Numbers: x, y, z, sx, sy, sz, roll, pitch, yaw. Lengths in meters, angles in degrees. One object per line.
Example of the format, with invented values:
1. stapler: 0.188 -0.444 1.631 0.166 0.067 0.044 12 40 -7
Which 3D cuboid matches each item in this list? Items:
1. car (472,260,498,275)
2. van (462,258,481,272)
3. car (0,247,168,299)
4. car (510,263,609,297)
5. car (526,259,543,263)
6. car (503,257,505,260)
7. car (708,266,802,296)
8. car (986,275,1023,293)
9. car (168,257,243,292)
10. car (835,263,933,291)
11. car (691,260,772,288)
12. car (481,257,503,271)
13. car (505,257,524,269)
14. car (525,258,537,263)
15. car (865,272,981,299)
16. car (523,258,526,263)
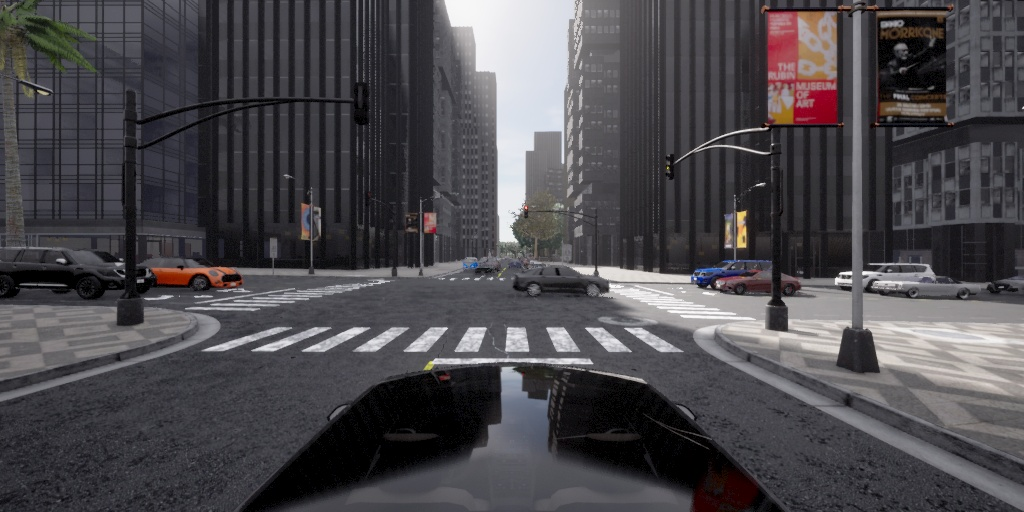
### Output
1. car: -2.896 1.358 38.986 1.895 1.301 4.718 0 0 1
2. van: -5.482 1.101 47.366 1.690 1.789 3.998 0 0 1
3. car: -18.494 0.661 15.107 5.566 2.045 2.150 1 0 -2
4. car: 2.463 1.273 18.306 4.892 1.490 1.837 0 -1 0
5. car: 2.988 1.308 41.771 2.007 1.370 4.403 0 0 1
6. car: -2.682 1.270 59.519 1.837 1.490 4.892 0 0 1
7. car: 14.844 1.579 21.701 4.674 1.442 1.812 1 0 0
8. car: 35.928 2.022 24.853 4.181 1.385 1.994 1 0 0
9. car: -16.547 0.834 18.399 4.553 1.767 2.097 1 0 0
10. car: 25.887 1.488 24.904 5.566 2.045 2.150 1 0 0
11. car: 15.530 1.294 24.943 5.566 2.045 2.150 1 0 0
12. car: -2.789 1.113 49.270 2.097 1.767 4.553 0 0 1
13. car: 0.460 1.115 55.910 2.097 1.767 4.553 0 0 1
14. car: 3.044 1.285 47.453 1.751 1.417 4.829 0 0 1
15. car: 24.824 1.841 21.660 4.718 1.301 1.895 1 0 0
16. car: 3.097 1.312 52.796 2.007 1.370 4.403 0 0 1
